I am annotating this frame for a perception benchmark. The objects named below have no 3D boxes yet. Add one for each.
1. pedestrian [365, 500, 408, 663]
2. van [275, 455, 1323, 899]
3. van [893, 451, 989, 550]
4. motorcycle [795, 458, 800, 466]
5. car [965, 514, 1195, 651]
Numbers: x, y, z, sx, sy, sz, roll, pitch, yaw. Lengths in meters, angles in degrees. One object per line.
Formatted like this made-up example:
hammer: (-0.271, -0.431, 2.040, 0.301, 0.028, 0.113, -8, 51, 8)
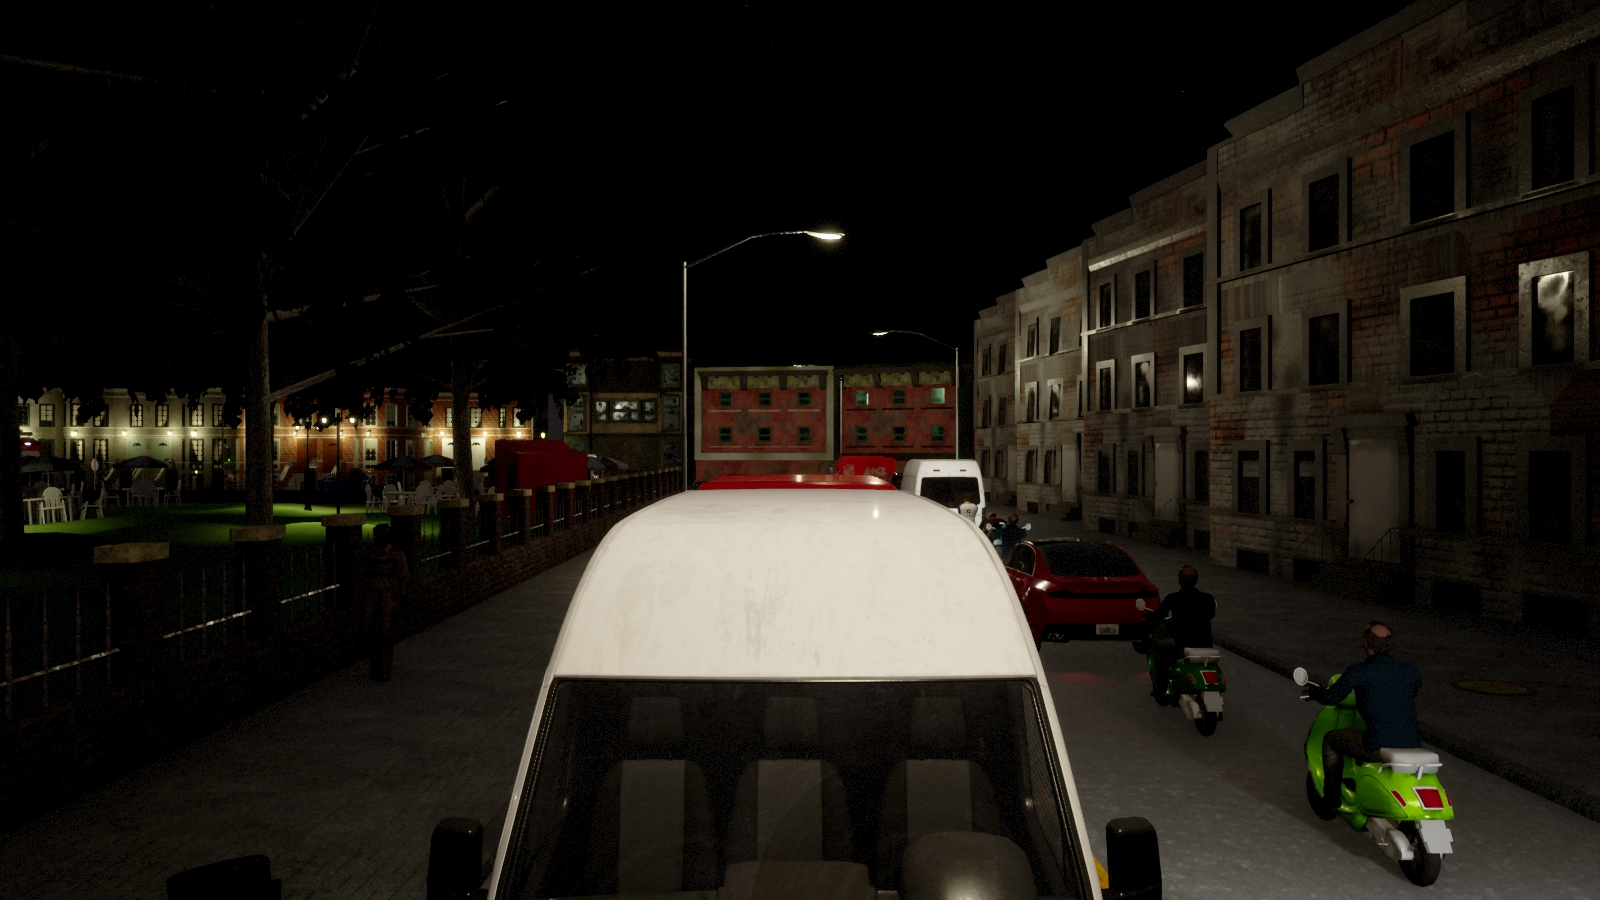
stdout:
pedestrian: (-4.833, 1.525, 13.362, 0.375, 1.860, 0.375, 0, 0, 0)
van: (-0.006, 1.314, 5.127, 1.988, 2.561, 5.915, 0, 0, 0)
van: (3.906, 1.314, 32.634, 1.988, 2.561, 5.915, 0, 0, 0)
motorcycle: (-0.384, 1.962, 183.190, 0.856, 1.236, 1.805, 0, 0, 0)
car: (3.953, 1.841, 17.118, 2.231, 1.480, 4.892, 0, 0, 0)
